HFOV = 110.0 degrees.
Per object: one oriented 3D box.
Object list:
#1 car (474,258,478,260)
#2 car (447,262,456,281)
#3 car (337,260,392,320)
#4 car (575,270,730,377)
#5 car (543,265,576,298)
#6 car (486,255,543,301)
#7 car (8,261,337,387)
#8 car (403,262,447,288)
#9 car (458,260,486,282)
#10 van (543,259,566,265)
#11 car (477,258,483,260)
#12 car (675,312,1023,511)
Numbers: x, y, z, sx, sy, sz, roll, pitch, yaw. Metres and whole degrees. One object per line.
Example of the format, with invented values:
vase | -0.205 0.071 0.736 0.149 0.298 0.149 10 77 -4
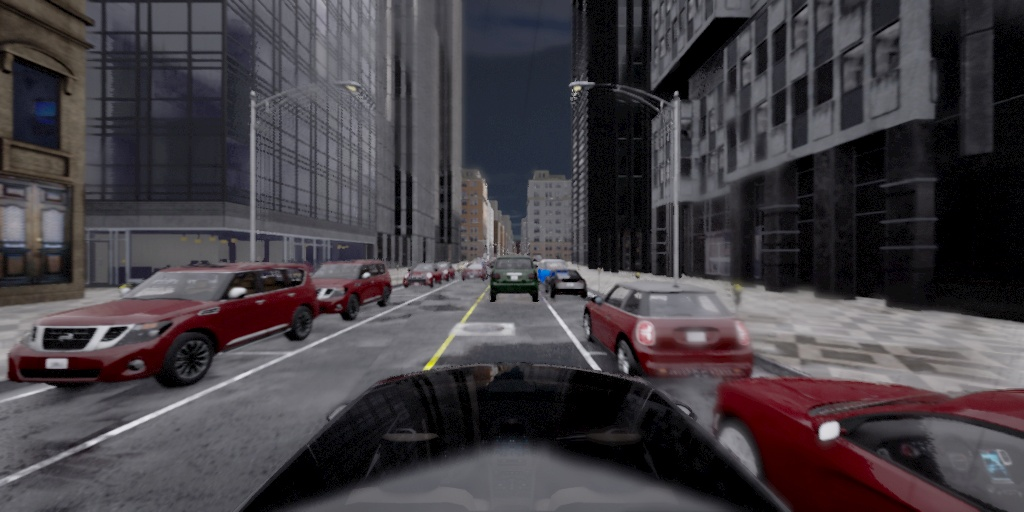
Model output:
car | -5.885 1.379 46.399 1.751 1.417 4.829 0 0 1
car | -5.873 1.237 29.687 1.967 1.591 4.097 0 0 0
car | -5.864 1.078 12.770 2.192 1.841 5.009 0 0 0
car | 2.665 1.196 7.122 1.967 1.591 4.097 0 0 0
car | 2.659 1.338 18.399 1.948 1.339 4.313 0 0 0
car | 0.090 0.994 17.499 2.150 2.045 5.566 0 0 0
car | -5.861 1.070 7.131 2.192 1.841 5.009 0 0 0
car | -5.870 1.223 24.049 1.967 1.591 4.097 0 0 0
car | -3.087 1.324 30.056 1.812 1.442 4.674 0 0 0
van | 2.656 1.125 24.037 1.690 1.789 3.998 0 0 0
car | -5.887 1.418 57.715 1.751 1.417 4.829 0 0 0
car | 2.667 1.295 1.483 1.888 1.381 4.507 0 0 0
